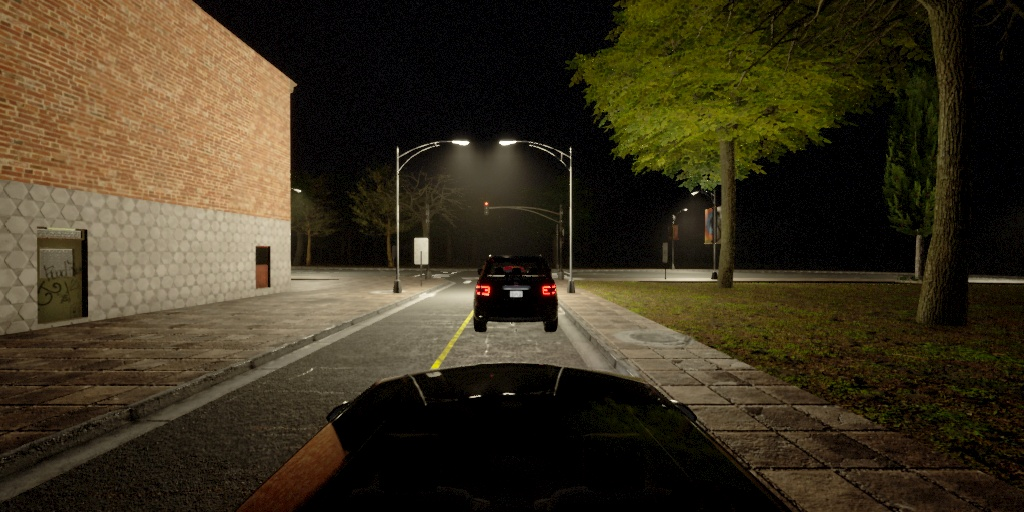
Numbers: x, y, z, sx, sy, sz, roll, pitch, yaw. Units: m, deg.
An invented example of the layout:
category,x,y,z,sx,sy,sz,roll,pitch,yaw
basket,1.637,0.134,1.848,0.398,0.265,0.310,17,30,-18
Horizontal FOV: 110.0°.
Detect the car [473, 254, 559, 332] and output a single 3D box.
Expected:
category,x,y,z,sx,sy,sz,roll,pitch,yaw
car,0.088,0.980,11.002,2.150,2.045,5.566,0,0,0
